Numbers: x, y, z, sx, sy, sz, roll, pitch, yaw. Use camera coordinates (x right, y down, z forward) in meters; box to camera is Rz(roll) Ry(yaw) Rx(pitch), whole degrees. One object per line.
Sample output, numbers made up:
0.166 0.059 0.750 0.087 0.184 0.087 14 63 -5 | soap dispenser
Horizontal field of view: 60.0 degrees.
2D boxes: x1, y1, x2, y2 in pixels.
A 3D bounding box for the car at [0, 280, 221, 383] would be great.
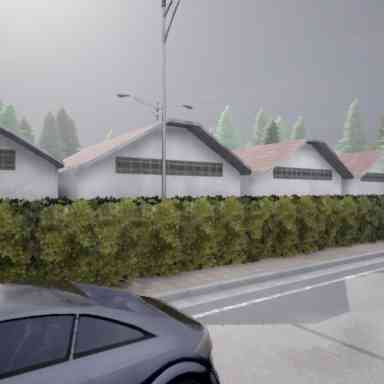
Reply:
-1.794 1.564 2.769 4.181 1.385 1.994 0 0 -34 | car
